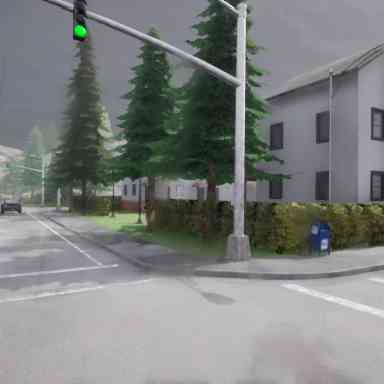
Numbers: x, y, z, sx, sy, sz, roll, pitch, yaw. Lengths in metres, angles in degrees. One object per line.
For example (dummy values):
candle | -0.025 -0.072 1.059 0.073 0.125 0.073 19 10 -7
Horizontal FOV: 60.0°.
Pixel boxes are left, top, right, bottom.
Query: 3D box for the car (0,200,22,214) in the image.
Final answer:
car | -20.474 1.658 37.694 1.837 1.490 4.892 1 -1 -32
